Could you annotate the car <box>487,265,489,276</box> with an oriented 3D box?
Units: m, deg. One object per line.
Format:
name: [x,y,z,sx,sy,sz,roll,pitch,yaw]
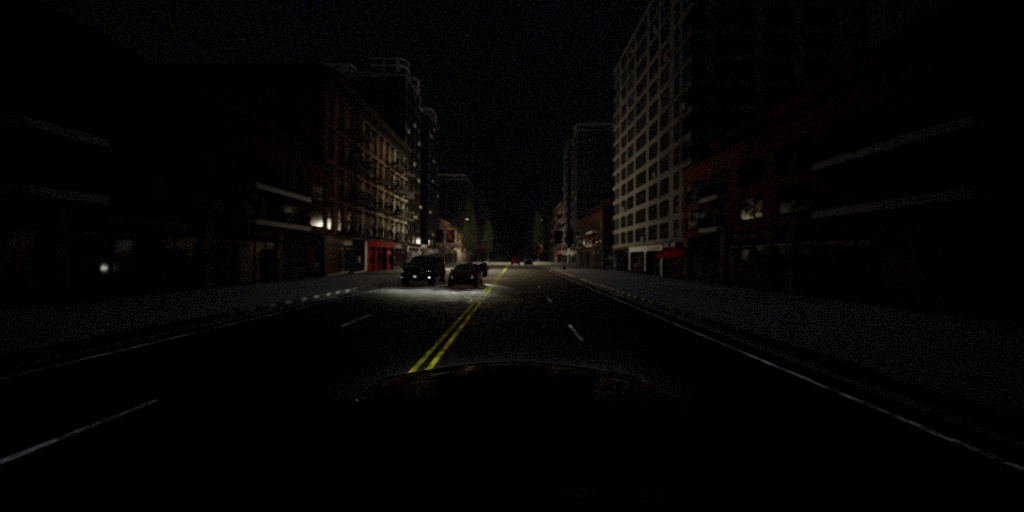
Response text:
car: [-2.992,1.006,29.892,1.994,1.385,4.181,0,0,1]

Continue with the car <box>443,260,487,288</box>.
car: [-3.072,1.263,24.374,1.882,1.535,5.008,0,0,1]

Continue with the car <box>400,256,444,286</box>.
car: [-6.289,0.989,26.085,2.150,2.045,5.566,0,0,1]
